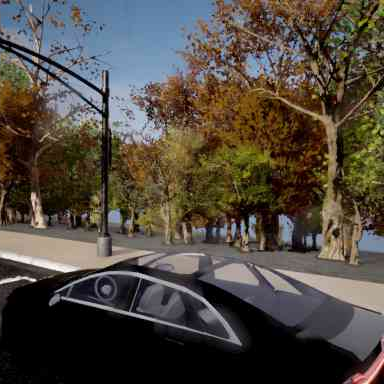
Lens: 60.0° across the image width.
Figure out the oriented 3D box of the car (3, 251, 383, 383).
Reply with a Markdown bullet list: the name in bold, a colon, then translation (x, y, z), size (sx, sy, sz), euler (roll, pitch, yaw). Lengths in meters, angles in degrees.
- **car**: translation (-0.395, 1.491, 3.974), size (4.902, 1.511, 2.128), euler (0, 0, 36)
